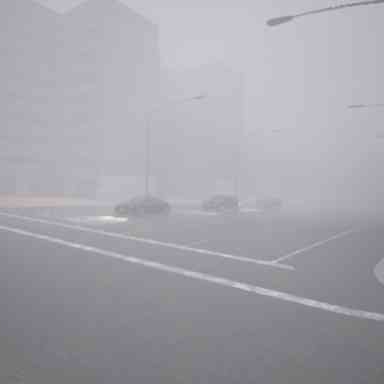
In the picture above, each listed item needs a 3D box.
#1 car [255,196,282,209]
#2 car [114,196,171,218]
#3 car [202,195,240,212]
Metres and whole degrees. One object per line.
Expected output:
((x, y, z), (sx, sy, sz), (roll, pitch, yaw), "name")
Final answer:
((9.227, 1.233, 39.907), (2.128, 1.511, 4.902), (3, 1, 37), "car")
((-3.318, 0.972, 22.981), (1.994, 1.385, 4.181), (3, 1, 37), "car")
((2.812, 1.046, 31.255), (1.837, 1.490, 4.892), (3, 1, 37), "car")
